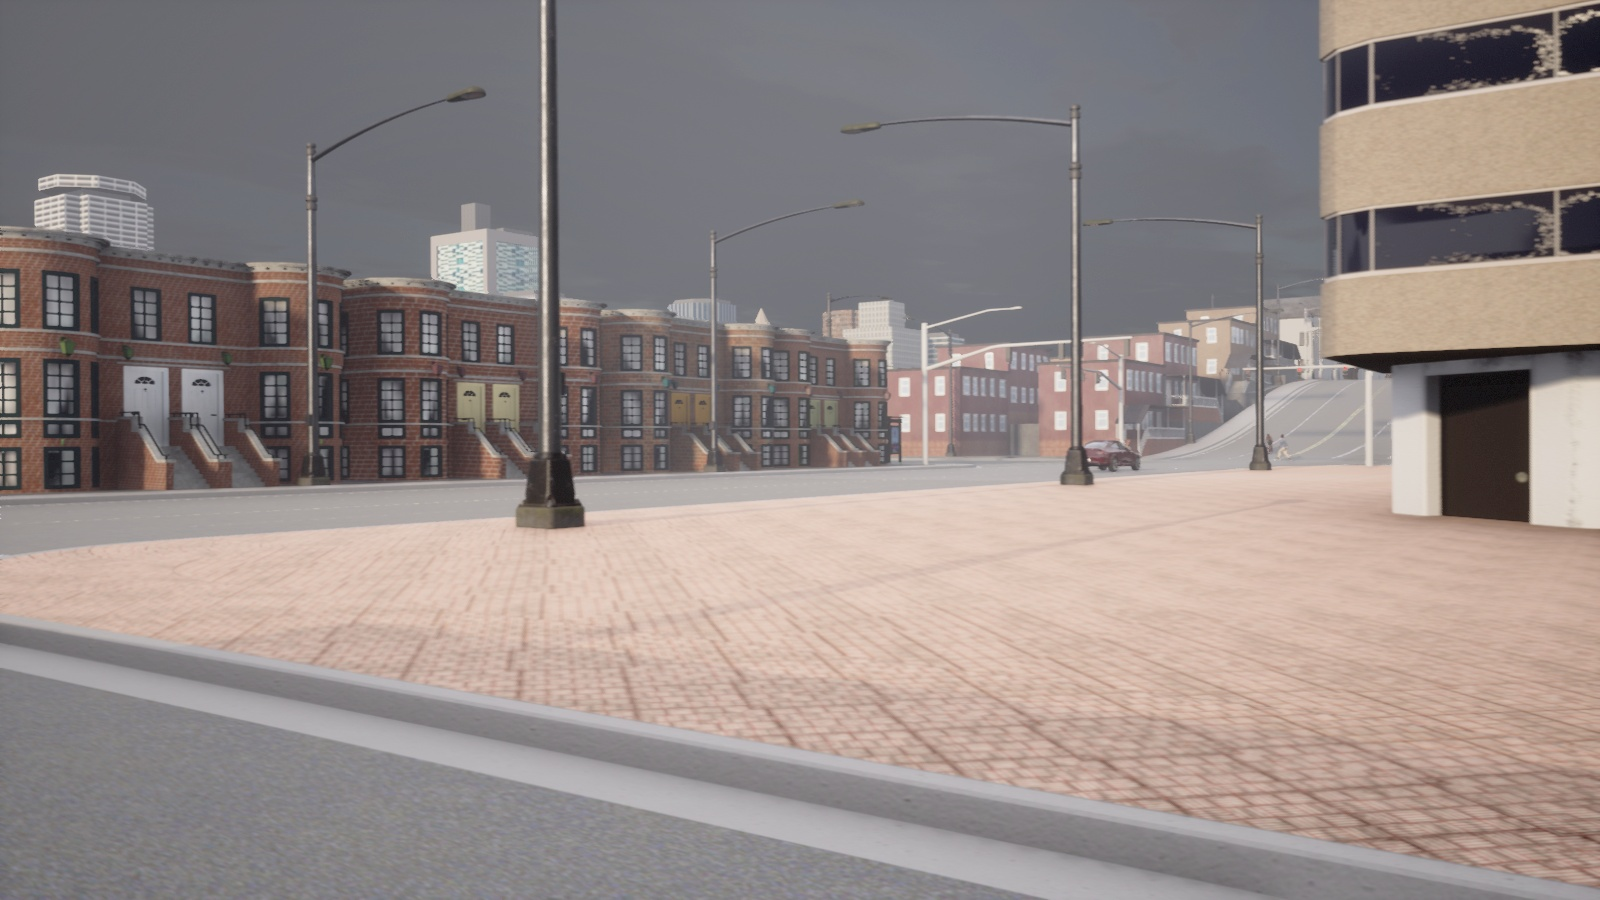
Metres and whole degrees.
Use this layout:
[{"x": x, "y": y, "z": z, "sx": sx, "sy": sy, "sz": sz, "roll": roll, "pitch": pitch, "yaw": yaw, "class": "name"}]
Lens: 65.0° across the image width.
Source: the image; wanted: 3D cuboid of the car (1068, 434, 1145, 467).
[{"x": 14.157, "y": 0.003, "z": 57.848, "sx": 1.812, "sy": 1.442, "sz": 4.674, "roll": -1, "pitch": 0, "yaw": 35, "class": "car"}]

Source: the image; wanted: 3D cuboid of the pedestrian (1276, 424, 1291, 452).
[{"x": 32.783, "y": -0.805, "z": 85.150, "sx": 0.900, "sy": 1.855, "sz": 0.874, "roll": -1, "pitch": 0, "yaw": 25, "class": "pedestrian"}]
